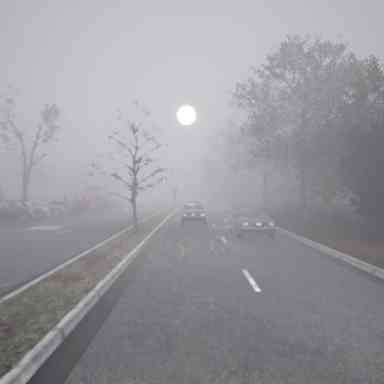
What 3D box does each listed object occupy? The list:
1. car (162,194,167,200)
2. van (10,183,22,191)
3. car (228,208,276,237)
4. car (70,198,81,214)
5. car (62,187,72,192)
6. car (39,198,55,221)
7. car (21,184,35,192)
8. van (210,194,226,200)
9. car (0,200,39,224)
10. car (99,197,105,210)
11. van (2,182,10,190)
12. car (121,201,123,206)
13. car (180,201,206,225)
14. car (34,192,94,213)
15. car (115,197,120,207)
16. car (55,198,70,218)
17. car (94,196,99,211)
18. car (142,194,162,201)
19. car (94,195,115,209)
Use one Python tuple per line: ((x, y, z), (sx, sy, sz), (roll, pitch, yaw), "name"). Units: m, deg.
((-10.791, 1.752, 94.712), (5.366, 1.575, 1.946), (-1, -1, -15), "car")
((-43.135, -1.121, 82.656), (1.878, 1.987, 4.442), (6, -3, -19), "van")
((3.104, 1.564, 17.971), (2.033, 1.411, 5.357), (0, 0, 0), "car")
((-13.815, 1.616, 32.845), (4.792, 1.488, 2.163), (-1, 0, -20), "car")
((-31.151, -0.056, 82.658), (2.435, 2.045, 5.566), (6, -3, -19), "car")
((-13.828, 1.423, 26.852), (4.553, 1.767, 2.185), (-1, -1, -20), "car")
((-40.190, -0.622, 82.713), (2.231, 1.521, 4.892), (6, -3, -19), "car")
((7.292, 1.477, 94.315), (4.442, 1.987, 1.878), (1, 0, -14), "van")
((-13.768, 1.406, 23.866), (4.553, 1.767, 2.185), (-1, 0, -20), "car")
((-13.764, 1.690, 41.866), (4.674, 1.452, 2.002), (-1, 0, -20), "car")
((-46.151, -1.394, 82.686), (1.878, 1.987, 4.442), (6, -3, -19), "van")
((-13.620, 1.612, 53.913), (4.553, 1.767, 2.185), (-1, 0, -19), "car")
((0.106, 1.592, 24.714), (2.033, 1.411, 5.357), (0, 0, 0), "car")
((-13.814, 1.356, 35.851), (5.566, 2.045, 2.435), (-1, 0, -20), "car")
((-13.711, 1.443, 47.900), (5.566, 2.045, 2.435), (-1, -1, -20), "car")
((-13.800, 1.568, 29.861), (4.892, 1.521, 2.231), (-1, -1, -20), "car")
((-13.954, 1.628, 38.799), (5.366, 1.575, 1.946), (-1, 0, -20), "car")
((-11.436, 1.778, 91.719), (4.792, 1.488, 2.163), (-1, 0, -15), "car")
((-13.784, 1.421, 44.864), (5.566, 2.045, 2.435), (-1, 0, -20), "car")
